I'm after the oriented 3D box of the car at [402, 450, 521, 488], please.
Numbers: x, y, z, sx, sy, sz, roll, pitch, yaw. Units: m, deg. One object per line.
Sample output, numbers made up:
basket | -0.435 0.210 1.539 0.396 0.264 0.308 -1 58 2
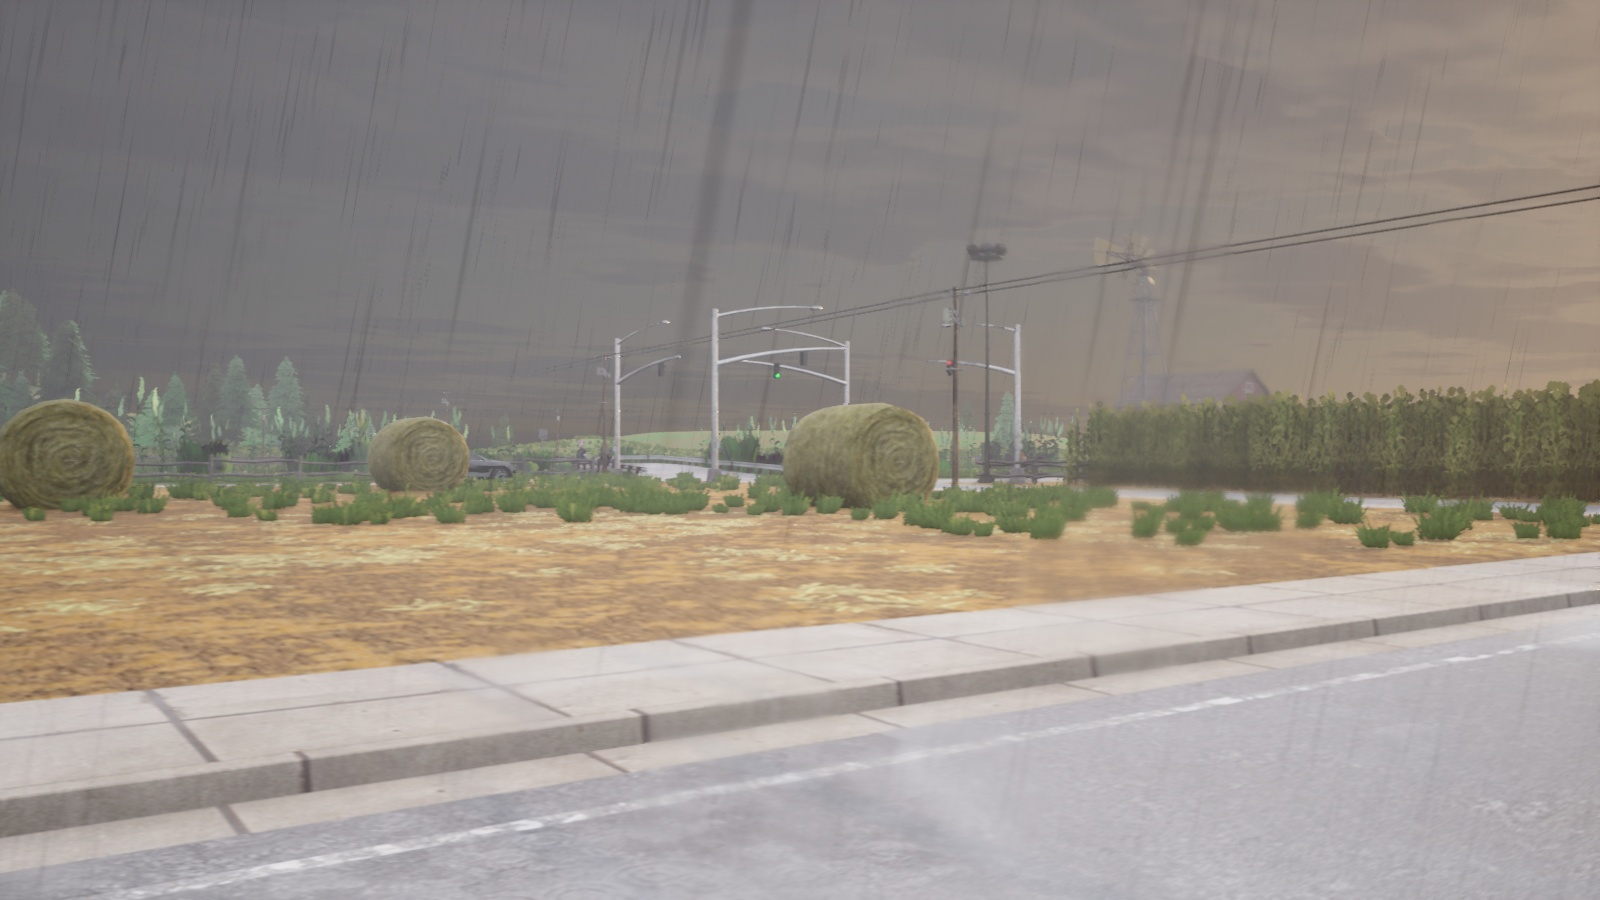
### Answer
car | -15.457 0.840 57.436 4.856 1.649 2.033 0 0 -31
